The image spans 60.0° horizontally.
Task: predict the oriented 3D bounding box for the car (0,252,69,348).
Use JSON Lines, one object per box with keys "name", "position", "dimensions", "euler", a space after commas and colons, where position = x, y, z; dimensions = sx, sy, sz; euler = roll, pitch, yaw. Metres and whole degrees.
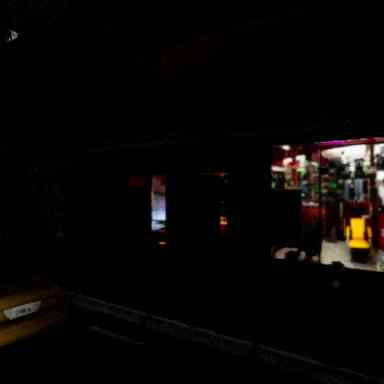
{"name": "car", "position": [-4.141, 1.568, 5.811], "dimensions": [4.829, 1.417, 1.752], "euler": [0, 1, 35]}
